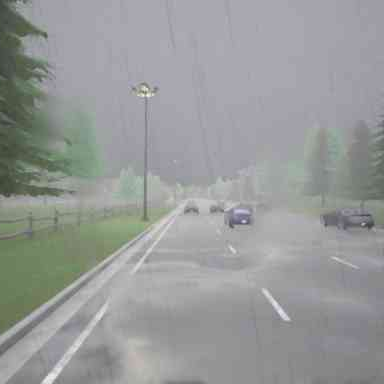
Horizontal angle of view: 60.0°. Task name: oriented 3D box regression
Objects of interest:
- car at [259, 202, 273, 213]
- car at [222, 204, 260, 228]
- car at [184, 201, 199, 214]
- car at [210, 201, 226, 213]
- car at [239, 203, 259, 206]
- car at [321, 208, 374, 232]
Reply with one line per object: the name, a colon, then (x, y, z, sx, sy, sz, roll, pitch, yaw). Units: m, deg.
car: (10.507, 2.181, 48.602, 1.882, 1.535, 5.008, 0, -2, 0)
car: (3.554, 1.890, 25.054, 1.812, 1.442, 4.674, 0, -1, 0)
car: (-0.034, 2.254, 44.735, 1.895, 1.301, 4.718, 0, -1, 0)
car: (3.511, 2.283, 46.946, 1.895, 1.301, 4.718, 0, -1, 0)
car: (6.958, 2.128, 43.856, 2.128, 1.511, 4.902, 0, -1, 0)
car: (10.558, 1.821, 22.939, 2.128, 1.511, 4.902, 0, -1, 0)
